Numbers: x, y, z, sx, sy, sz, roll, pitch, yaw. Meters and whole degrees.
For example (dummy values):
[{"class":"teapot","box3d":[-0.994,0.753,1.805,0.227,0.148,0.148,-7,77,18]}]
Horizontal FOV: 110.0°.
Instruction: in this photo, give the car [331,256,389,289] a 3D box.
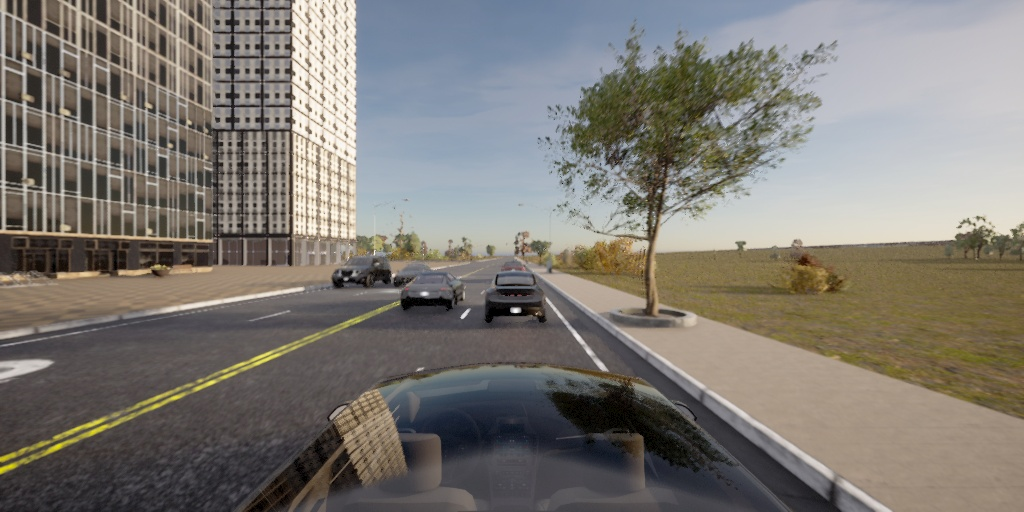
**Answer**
[{"class":"car","box3d":[-9.842,1.004,24.025,2.150,2.045,5.566,0,0,0]}]

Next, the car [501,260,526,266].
[{"class":"car","box3d":[0.107,1.143,30.174,2.097,1.767,4.553,0,0,0]}]

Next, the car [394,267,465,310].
[{"class":"car","box3d":[-3.145,1.333,14.912,1.994,1.385,4.181,0,0,0]}]

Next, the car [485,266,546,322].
[{"class":"car","box3d":[0.104,1.271,12.427,1.837,1.490,4.892,0,0,0]}]

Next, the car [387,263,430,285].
[{"class":"car","box3d":[-6.589,1.289,24.517,1.837,1.490,4.892,0,0,0]}]
